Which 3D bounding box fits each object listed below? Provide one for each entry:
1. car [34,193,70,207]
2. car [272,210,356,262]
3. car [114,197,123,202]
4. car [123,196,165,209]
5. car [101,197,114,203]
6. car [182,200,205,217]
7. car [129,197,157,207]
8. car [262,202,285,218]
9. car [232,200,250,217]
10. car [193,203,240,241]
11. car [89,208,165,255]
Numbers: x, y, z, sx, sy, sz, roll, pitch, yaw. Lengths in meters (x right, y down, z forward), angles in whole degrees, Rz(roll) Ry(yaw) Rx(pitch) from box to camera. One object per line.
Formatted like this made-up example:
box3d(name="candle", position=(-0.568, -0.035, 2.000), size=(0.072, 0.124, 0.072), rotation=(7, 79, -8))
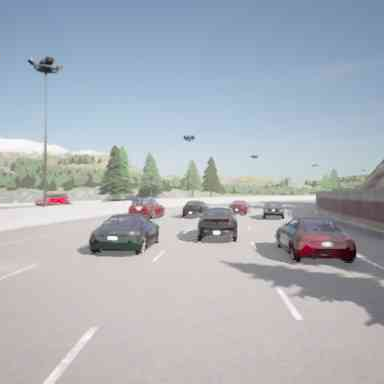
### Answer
box3d(name="car", position=(-20.279, 1.197, 48.481), size=(2.150, 2.045, 5.566), rotation=(0, 0, 18))
box3d(name="car", position=(4.361, 1.586, 12.254), size=(1.994, 1.385, 4.181), rotation=(0, 0, 5))
box3d(name="car", position=(-10.350, 1.513, 55.573), size=(1.837, 1.490, 4.892), rotation=(0, 0, 22))
box3d(name="car", position=(-3.756, 1.361, 28.183), size=(2.097, 1.767, 4.553), rotation=(0, 0, 11))
box3d(name="car", position=(-13.619, 1.527, 56.850), size=(1.812, 1.442, 4.674), rotation=(0, 0, 22))
box3d(name="car", position=(0.419, 1.528, 30.838), size=(1.837, 1.490, 4.892), rotation=(0, 0, 13))
box3d(name="car", position=(-7.659, 1.563, 52.906), size=(2.033, 1.411, 5.357), rotation=(0, 0, 21))
box3d(name="car", position=(7.384, 1.591, 30.114), size=(2.033, 1.411, 5.357), rotation=(0, 0, 14))
box3d(name="car", position=(4.939, 1.565, 34.437), size=(1.812, 1.442, 4.674), rotation=(0, 0, 15))
box3d(name="car", position=(1.373, 1.521, 16.843), size=(1.837, 1.490, 4.892), rotation=(0, 0, 7))
box3d(name="car", position=(-2.550, 1.566, 13.482), size=(1.994, 1.385, 4.181), rotation=(0, 0, 6))
